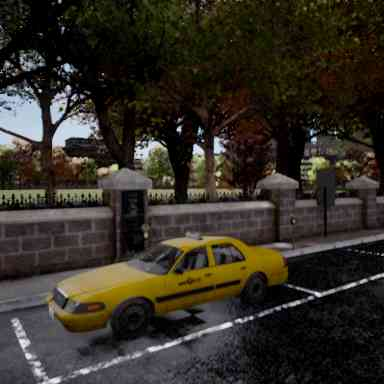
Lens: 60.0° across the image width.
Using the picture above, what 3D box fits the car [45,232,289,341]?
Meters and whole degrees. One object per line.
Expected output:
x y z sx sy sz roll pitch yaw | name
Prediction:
-0.174 1.492 6.446 4.829 1.417 1.752 -1 0 -36 | car
